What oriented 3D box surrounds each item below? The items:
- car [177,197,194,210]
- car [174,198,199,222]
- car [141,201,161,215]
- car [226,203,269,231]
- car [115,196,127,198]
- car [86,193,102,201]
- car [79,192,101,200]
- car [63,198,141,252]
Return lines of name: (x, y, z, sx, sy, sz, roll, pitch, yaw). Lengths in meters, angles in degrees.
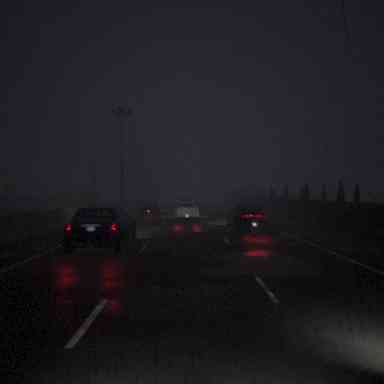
car: (-0.859, 1.433, 41.739, 2.033, 1.411, 5.357, 0, 0, -2)
car: (-0.422, 1.455, 25.765, 1.812, 1.442, 4.674, 0, 0, -2)
car: (-4.120, 1.510, 33.233, 1.895, 1.301, 4.718, 0, 0, -2)
car: (3.249, 1.450, 20.013, 1.837, 1.490, 4.892, 0, 0, -1)
car: (-11.862, 1.327, 55.117, 1.882, 1.535, 5.008, 0, 0, -1)
car: (-19.129, 0.977, 65.094, 1.837, 1.490, 4.892, 0, 0, -2)
car: (-15.232, 1.087, 50.145, 2.150, 2.045, 5.566, 0, 0, -1)
car: (-3.598, 1.314, 13.777, 2.097, 1.767, 4.553, 0, 0, -1)
